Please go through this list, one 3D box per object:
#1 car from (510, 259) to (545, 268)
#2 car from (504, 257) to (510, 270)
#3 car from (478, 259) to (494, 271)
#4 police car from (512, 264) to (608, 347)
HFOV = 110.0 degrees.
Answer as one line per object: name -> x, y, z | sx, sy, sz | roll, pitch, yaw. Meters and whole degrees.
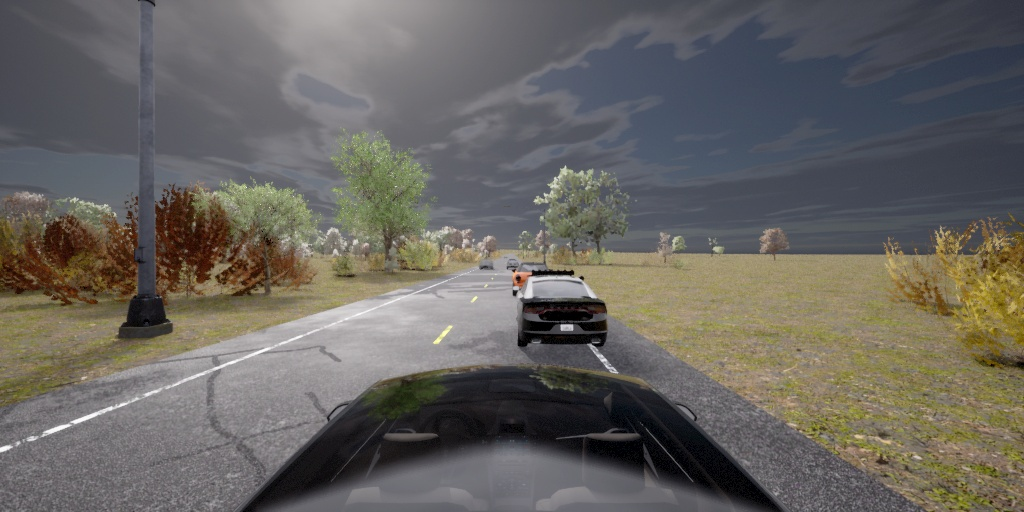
car -> 1.068, 1.095, 19.338 | 2.097, 1.767, 4.553 | 0, 0, 0
car -> 0.123, 1.246, 52.928 | 2.033, 1.411, 5.357 | 0, 0, 0
car -> -3.455, 1.211, 49.084 | 1.837, 1.490, 4.892 | 0, 0, 0
police car -> 1.059, 1.173, 9.477 | 1.930, 1.638, 5.238 | 0, 0, 0
